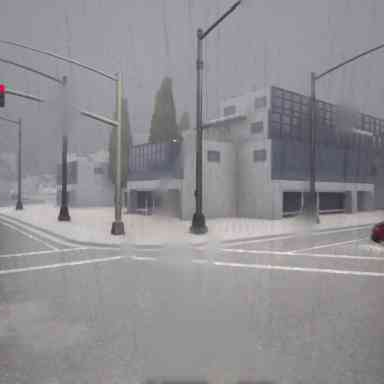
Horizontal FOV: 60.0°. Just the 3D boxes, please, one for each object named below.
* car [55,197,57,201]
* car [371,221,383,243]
[{"bbox_3d":[-31.921,1.470,83.347,4.674,1.442,1.812,0,0,-7],"label":"car"},{"bbox_3d":[9.911,1.617,15.089,4.181,1.385,1.994,0,0,-37],"label":"car"}]
